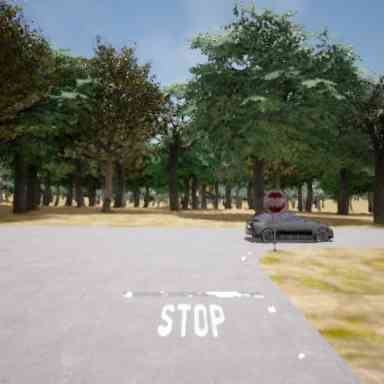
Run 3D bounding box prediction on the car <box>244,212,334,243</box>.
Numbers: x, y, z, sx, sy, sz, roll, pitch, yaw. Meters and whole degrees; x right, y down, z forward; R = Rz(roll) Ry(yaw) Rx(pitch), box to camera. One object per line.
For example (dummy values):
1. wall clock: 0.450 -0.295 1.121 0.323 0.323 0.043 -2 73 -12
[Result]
1. car: 4.738 1.687 16.420 4.181 1.385 1.994 1 1 -9
